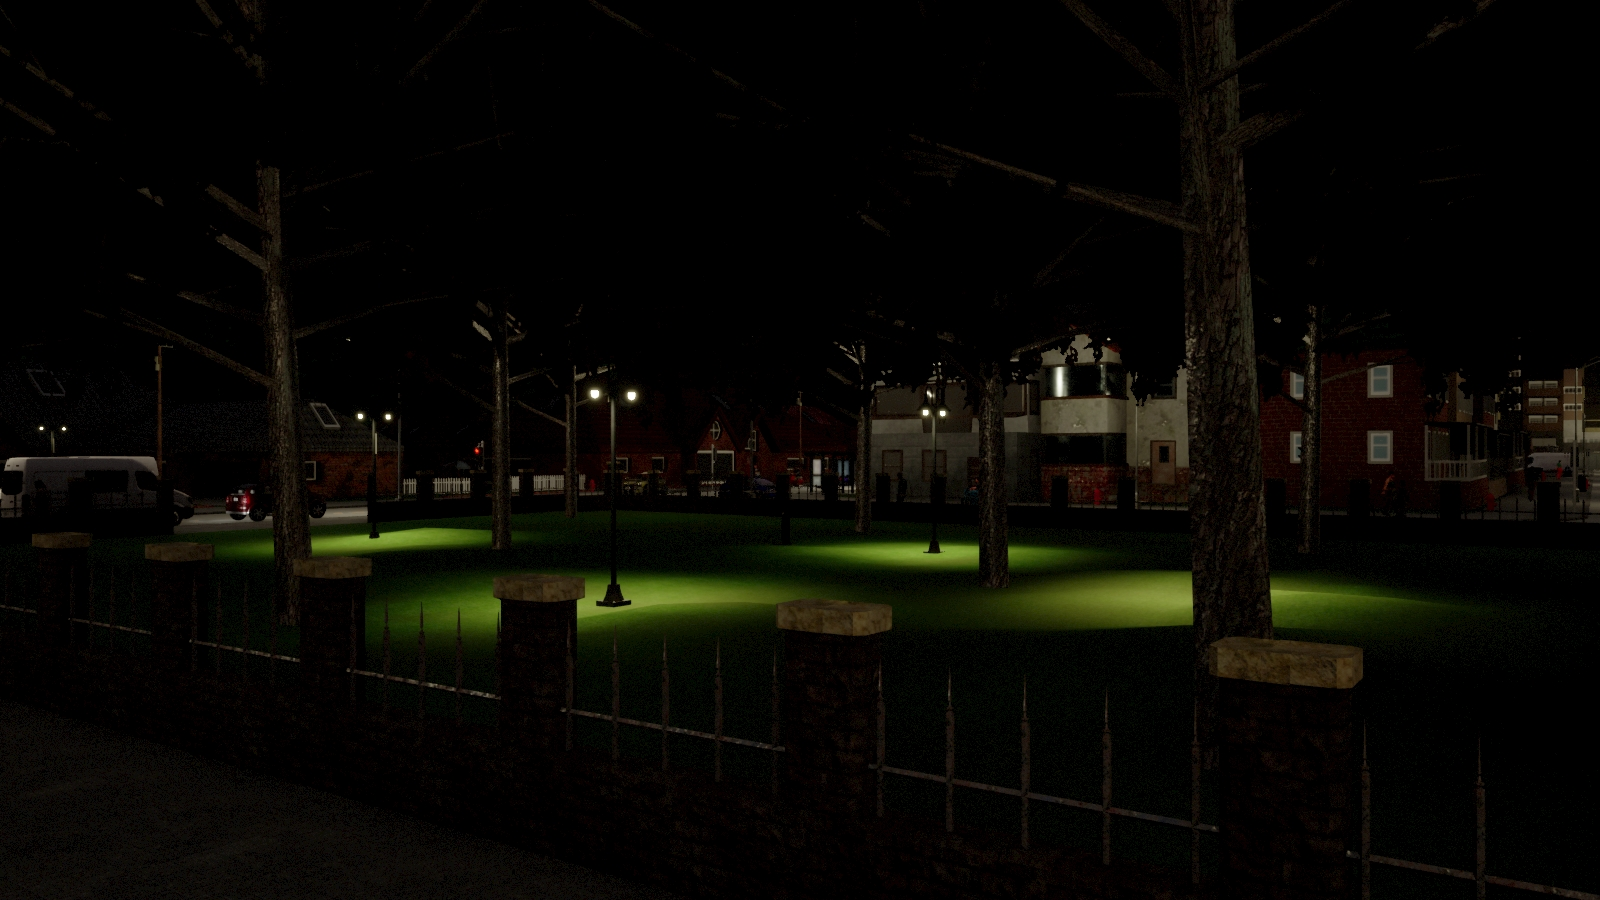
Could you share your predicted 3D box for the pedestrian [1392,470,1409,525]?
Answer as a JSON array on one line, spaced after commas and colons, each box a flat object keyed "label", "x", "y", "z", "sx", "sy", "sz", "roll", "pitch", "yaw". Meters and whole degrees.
[{"label": "pedestrian", "x": 20.702, "y": 1.628, "z": 39.393, "sx": 0.375, "sy": 1.860, "sz": 0.375, "roll": 0, "pitch": 0, "yaw": -22}]

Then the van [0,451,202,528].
[{"label": "van", "x": -24.847, "y": 1.314, "z": 40.778, "sx": 1.988, "sy": 2.561, "sz": 5.915, "roll": 0, "pitch": 0, "yaw": 36}]

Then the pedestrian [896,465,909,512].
[{"label": "pedestrian", "x": 4.062, "y": 1.524, "z": 45.358, "sx": 0.375, "sy": 1.860, "sz": 0.375, "roll": 0, "pitch": 0, "yaw": 35}]

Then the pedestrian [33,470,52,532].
[{"label": "pedestrian", "x": -22.833, "y": 1.525, "z": 34.434, "sx": 0.375, "sy": 1.860, "sz": 0.375, "roll": 0, "pitch": 0, "yaw": 40}]
